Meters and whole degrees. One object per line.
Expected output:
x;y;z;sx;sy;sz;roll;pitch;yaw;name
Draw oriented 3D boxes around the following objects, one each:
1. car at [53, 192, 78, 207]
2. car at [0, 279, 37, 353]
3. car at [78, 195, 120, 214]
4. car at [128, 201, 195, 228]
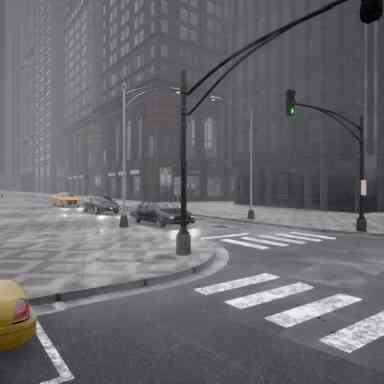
-13.873;0.799;36.627;1.882;1.535;5.008;0;1;-35;car
-4.357;1.525;3.536;4.829;1.417;1.752;0;0;-36;car
-7.775;1.012;28.182;1.837;1.490;4.892;0;1;-36;car
-2.006;1.237;20.199;2.033;1.411;5.357;0;1;-36;car
